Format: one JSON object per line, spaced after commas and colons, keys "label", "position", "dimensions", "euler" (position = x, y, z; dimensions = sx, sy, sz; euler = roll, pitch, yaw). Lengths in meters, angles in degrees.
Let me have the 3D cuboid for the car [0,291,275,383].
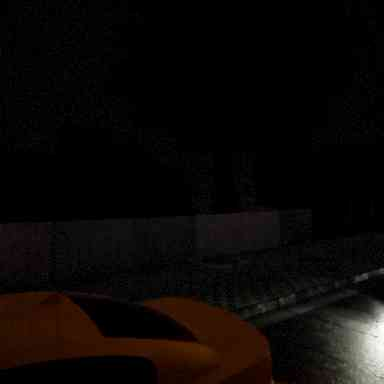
{"label": "car", "position": [-1.652, 1.492, 1.853], "dimensions": [5.008, 1.535, 1.882], "euler": [0, -1, -37]}
